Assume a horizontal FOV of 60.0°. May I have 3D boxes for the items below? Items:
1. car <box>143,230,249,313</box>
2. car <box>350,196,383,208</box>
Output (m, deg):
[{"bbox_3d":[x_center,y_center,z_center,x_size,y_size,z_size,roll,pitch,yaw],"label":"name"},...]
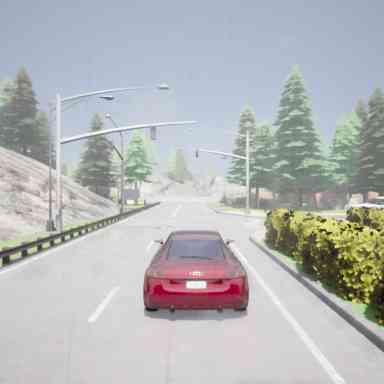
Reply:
[{"bbox_3d":[0.070,1.564,7.731,1.994,1.385,4.181,0,0,0],"label":"car"},{"bbox_3d":[16.090,1.384,27.836,5.566,2.045,2.150,0,0,0],"label":"car"}]
